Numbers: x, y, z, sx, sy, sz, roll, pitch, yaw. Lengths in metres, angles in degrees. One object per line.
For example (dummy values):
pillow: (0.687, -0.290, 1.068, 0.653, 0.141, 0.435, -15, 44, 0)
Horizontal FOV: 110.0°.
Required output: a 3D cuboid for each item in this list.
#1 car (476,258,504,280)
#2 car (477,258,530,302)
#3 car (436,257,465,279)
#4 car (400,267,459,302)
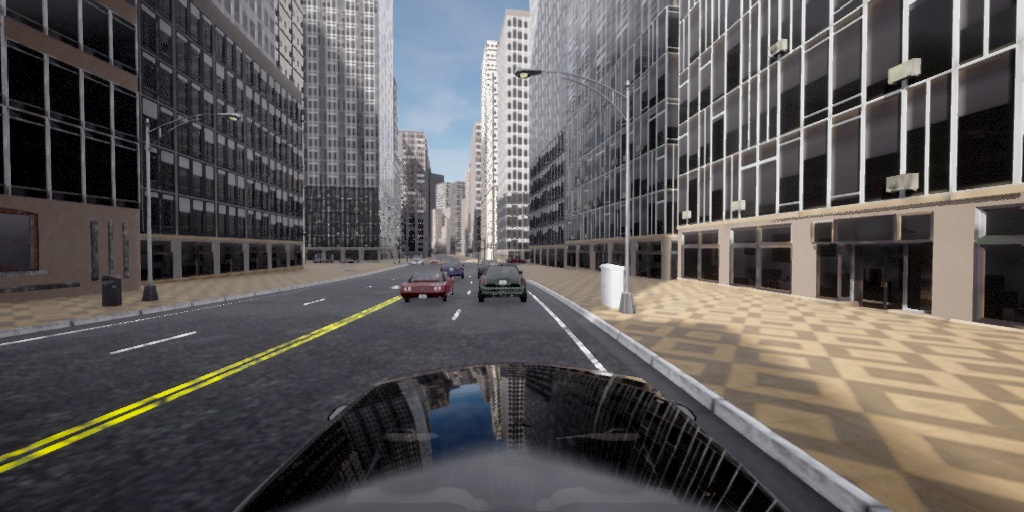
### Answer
car: (-2.055, 1.085, 32.189, 2.097, 1.767, 4.553, 0, 0, -8)
car: (-0.519, 1.103, 16.942, 2.097, 1.767, 4.553, 0, 0, -4)
car: (-5.275, 1.093, 31.755, 2.097, 1.767, 4.553, 0, 0, -8)
car: (-3.765, 1.357, 16.784, 1.895, 1.301, 4.718, 0, 0, -4)
